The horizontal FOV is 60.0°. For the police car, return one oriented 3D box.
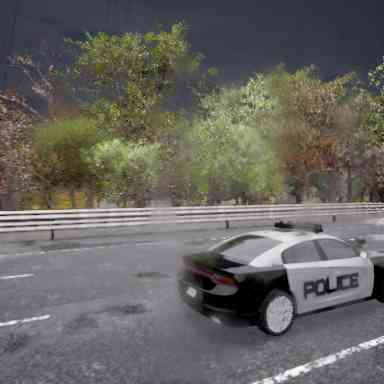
[{"bbox_3d":[2.238,1.431,6.700,5.238,1.638,1.930,0,0,-30],"label":"police car"}]
